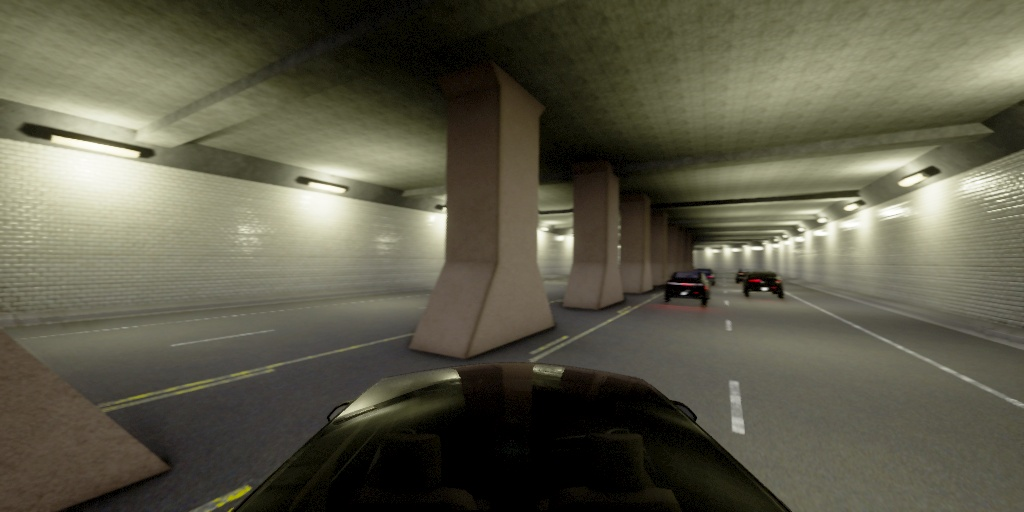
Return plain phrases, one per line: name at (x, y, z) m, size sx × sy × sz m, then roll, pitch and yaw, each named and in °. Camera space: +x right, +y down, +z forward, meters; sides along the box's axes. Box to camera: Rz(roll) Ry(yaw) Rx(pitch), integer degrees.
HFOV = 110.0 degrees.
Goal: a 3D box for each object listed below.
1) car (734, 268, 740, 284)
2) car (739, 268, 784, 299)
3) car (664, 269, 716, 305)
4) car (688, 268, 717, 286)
car at (22.510, 1.885, 34.376) m, size 2.128 × 1.511 × 4.902 m, roll 0°, pitch -1°, yaw 30°
car at (15.103, 1.660, 21.760) m, size 1.837 × 1.490 × 4.892 m, roll 0°, pitch -2°, yaw 30°
car at (9.042, 1.535, 18.345) m, size 2.128 × 1.511 × 4.902 m, roll 0°, pitch -1°, yaw 30°
car at (17.392, 1.852, 32.578) m, size 2.033 × 1.411 × 5.357 m, roll 0°, pitch -1°, yaw 30°
